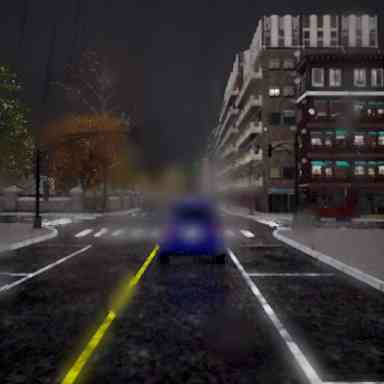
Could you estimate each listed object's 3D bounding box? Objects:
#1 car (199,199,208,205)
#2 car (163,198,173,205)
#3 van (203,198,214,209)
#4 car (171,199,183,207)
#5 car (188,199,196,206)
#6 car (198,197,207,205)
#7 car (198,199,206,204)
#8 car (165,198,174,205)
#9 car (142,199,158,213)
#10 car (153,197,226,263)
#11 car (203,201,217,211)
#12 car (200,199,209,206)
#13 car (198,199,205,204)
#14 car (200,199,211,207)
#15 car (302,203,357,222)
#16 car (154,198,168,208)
[{"bbox_3d":[2.707,2.406,78.709,1.887,1.381,4.507,0,-1,0],"label":"car"},{"bbox_3d":[-5.673,2.301,78.712,1.967,1.590,4.097,0,-1,0],"label":"car"},{"bbox_3d":[2.704,1.939,56.192,1.690,1.788,3.998,0,-1,0],"label":"van"},{"bbox_3d":[-2.998,2.233,67.046,2.128,1.511,4.902,0,-1,0],"label":"car"},{"bbox_3d":[0.013,2.329,74.061,1.812,1.442,4.674,0,-1,0],"label":"car"},{"bbox_3d":[2.709,2.244,84.341,2.192,1.841,5.009,0,-1,0],"label":"car"},{"bbox_3d":[2.709,2.548,89.969,2.008,1.369,4.403,0,-1,0],"label":"car"},{"bbox_3d":[-5.672,2.369,84.341,1.967,1.590,4.097,0,-1,0],"label":"car"},{"bbox_3d":[-5.679,2.038,44.931,1.947,1.339,4.313,0,-1,0],"label":"car"},{"bbox_3d":[0.016,1.353,12.612,2.150,2.045,5.566,0,0,0],"label":"car"},{"bbox_3d":[2.702,2.080,50.559,1.887,1.381,4.507,0,-1,0],"label":"car"},{"bbox_3d":[2.706,2.345,73.079,2.008,1.369,4.403,0,-1,0],"label":"car"},{"bbox_3d":[2.709,2.611,95.598,1.887,1.381,4.507,0,-1,0],"label":"car"},{"bbox_3d":[2.706,2.168,67.451,1.967,1.590,4.097,0,-1,0],"label":"car"},{"bbox_3d":[13.473,1.937,32.606,5.009,1.841,2.192,1,-2,-1],"label":"car"},{"bbox_3d":[-5.676,1.978,61.824,2.192,1.841,5.009,0,-1,0],"label":"car"}]
